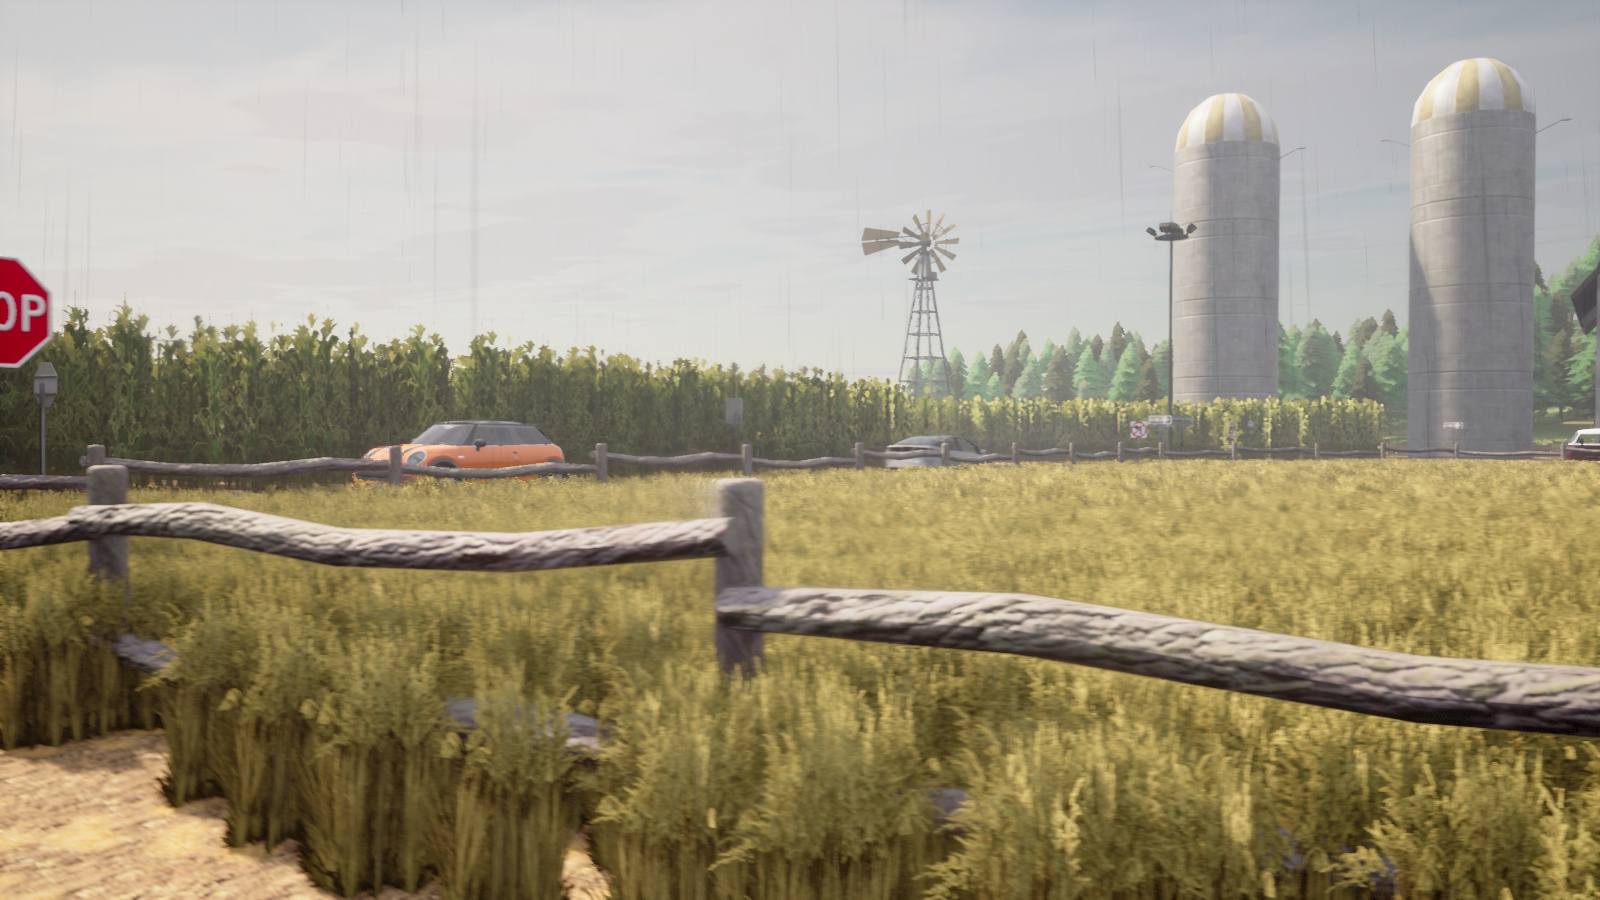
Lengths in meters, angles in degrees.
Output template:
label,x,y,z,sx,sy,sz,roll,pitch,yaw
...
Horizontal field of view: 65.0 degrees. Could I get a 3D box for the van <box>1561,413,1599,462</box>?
label,x,y,z,sx,sy,sz,roll,pitch,yaw
van,35.000,-0.555,53.364,4.480,2.038,2.069,0,1,30

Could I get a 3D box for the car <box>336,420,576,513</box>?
label,x,y,z,sx,sy,sz,roll,pitch,yaw
car,-7.058,0.293,26.225,2.097,1.767,4.553,0,0,34

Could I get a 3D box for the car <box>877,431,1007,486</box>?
label,x,y,z,sx,sy,sz,roll,pitch,yaw
car,4.310,0.208,37.612,2.007,1.525,4.514,0,1,34
